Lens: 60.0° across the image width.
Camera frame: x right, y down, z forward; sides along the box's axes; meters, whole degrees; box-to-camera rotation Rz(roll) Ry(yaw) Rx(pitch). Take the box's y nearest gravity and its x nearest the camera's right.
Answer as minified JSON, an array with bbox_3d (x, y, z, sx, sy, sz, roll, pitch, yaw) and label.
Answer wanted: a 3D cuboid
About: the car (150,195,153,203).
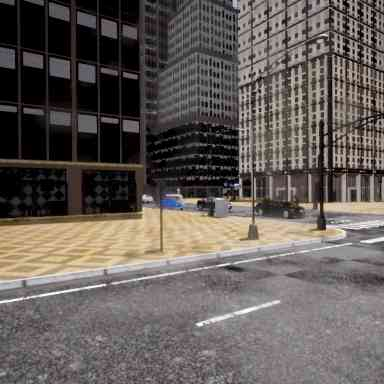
[{"bbox_3d":[-4.732,1.036,57.969,2.192,1.841,5.009,0,0,-34],"label":"car"}]

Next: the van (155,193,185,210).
[{"bbox_3d":[-2.389,1.211,39.506,1.690,1.788,3.998,0,0,-34],"label":"van"}]

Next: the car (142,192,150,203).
[{"bbox_3d":[-8.554,1.254,58.998,1.812,1.442,4.674,-1,1,-34],"label":"car"}]

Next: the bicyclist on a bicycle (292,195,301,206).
[{"bbox_3d":[11.998,1.119,38.415,1.656,1.620,0.582,-1,1,-34],"label":"bicyclist on a bicycle"}]

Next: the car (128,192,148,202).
[{"bbox_3d":[-10.927,0.982,67.155,2.192,1.841,5.009,0,0,-34],"label":"car"}]

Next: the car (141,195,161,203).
[{"bbox_3d":[-7.829,1.239,62.563,1.887,1.381,4.507,0,0,-34],"label":"car"}]

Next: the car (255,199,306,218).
[{"bbox_3d":[7.684,1.420,29.191,1.837,1.490,4.892,-1,1,-34],"label":"car"}]

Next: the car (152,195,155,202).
[{"bbox_3d":[-3.226,1.349,45.388,1.812,1.442,4.674,-1,1,-34],"label":"car"}]

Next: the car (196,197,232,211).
[{"bbox_3d":[2.417,1.362,37.004,2.128,1.511,4.902,-1,1,-34],"label":"car"}]
